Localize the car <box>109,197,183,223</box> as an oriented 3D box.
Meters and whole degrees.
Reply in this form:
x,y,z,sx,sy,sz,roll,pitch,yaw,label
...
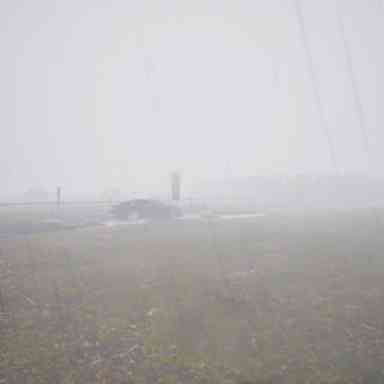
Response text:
x,y,z,sx,sy,sz,roll,pitch,yaw,label
-2.891,1.127,21.482,4.892,1.490,1.837,-1,0,-34,car
